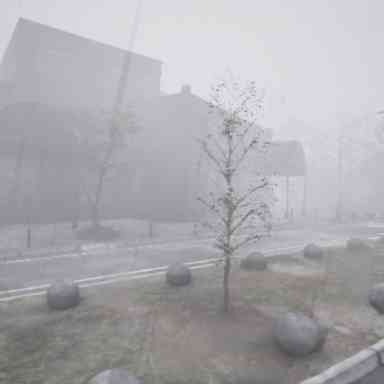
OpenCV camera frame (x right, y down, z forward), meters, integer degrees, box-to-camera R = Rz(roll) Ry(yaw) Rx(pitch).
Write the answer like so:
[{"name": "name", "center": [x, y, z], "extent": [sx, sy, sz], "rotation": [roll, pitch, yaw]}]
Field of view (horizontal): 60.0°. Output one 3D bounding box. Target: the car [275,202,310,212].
[{"name": "car", "center": [14.616, 2.160, 48.797], "extent": [4.718, 1.301, 1.895], "rotation": [1, -1, 36]}]

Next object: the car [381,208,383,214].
[{"name": "car", "center": [26.591, 2.172, 41.995], "extent": [4.553, 1.767, 2.097], "rotation": [1, -1, 14]}]
